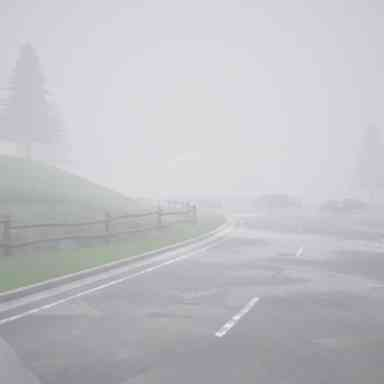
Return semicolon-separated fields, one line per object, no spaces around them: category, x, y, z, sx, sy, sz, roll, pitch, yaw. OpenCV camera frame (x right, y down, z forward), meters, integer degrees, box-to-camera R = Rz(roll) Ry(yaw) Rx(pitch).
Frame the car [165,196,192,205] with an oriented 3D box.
car;-2.745;1.478;58.453;1.882;1.535;5.008;0;0;-42

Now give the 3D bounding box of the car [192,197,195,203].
car;1.308;1.491;59.027;2.128;1.511;4.902;0;0;-41

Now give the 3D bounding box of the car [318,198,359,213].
car;15.621;1.526;36.281;1.812;1.442;4.674;0;0;-8

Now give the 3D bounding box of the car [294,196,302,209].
car;13.074;1.352;46.135;2.097;1.767;4.553;0;0;-20

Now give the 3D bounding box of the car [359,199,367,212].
car;18.603;1.505;39.488;1.837;1.490;4.892;0;0;-10

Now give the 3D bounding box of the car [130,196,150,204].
car;-9.396;1.491;60.612;2.128;1.511;4.902;0;0;-43

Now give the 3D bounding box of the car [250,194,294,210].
car;10.365;1.221;43.498;2.150;2.045;5.566;0;0;-21

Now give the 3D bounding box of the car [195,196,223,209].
car;2.486;1.526;44.218;1.812;1.442;4.674;0;0;-23
